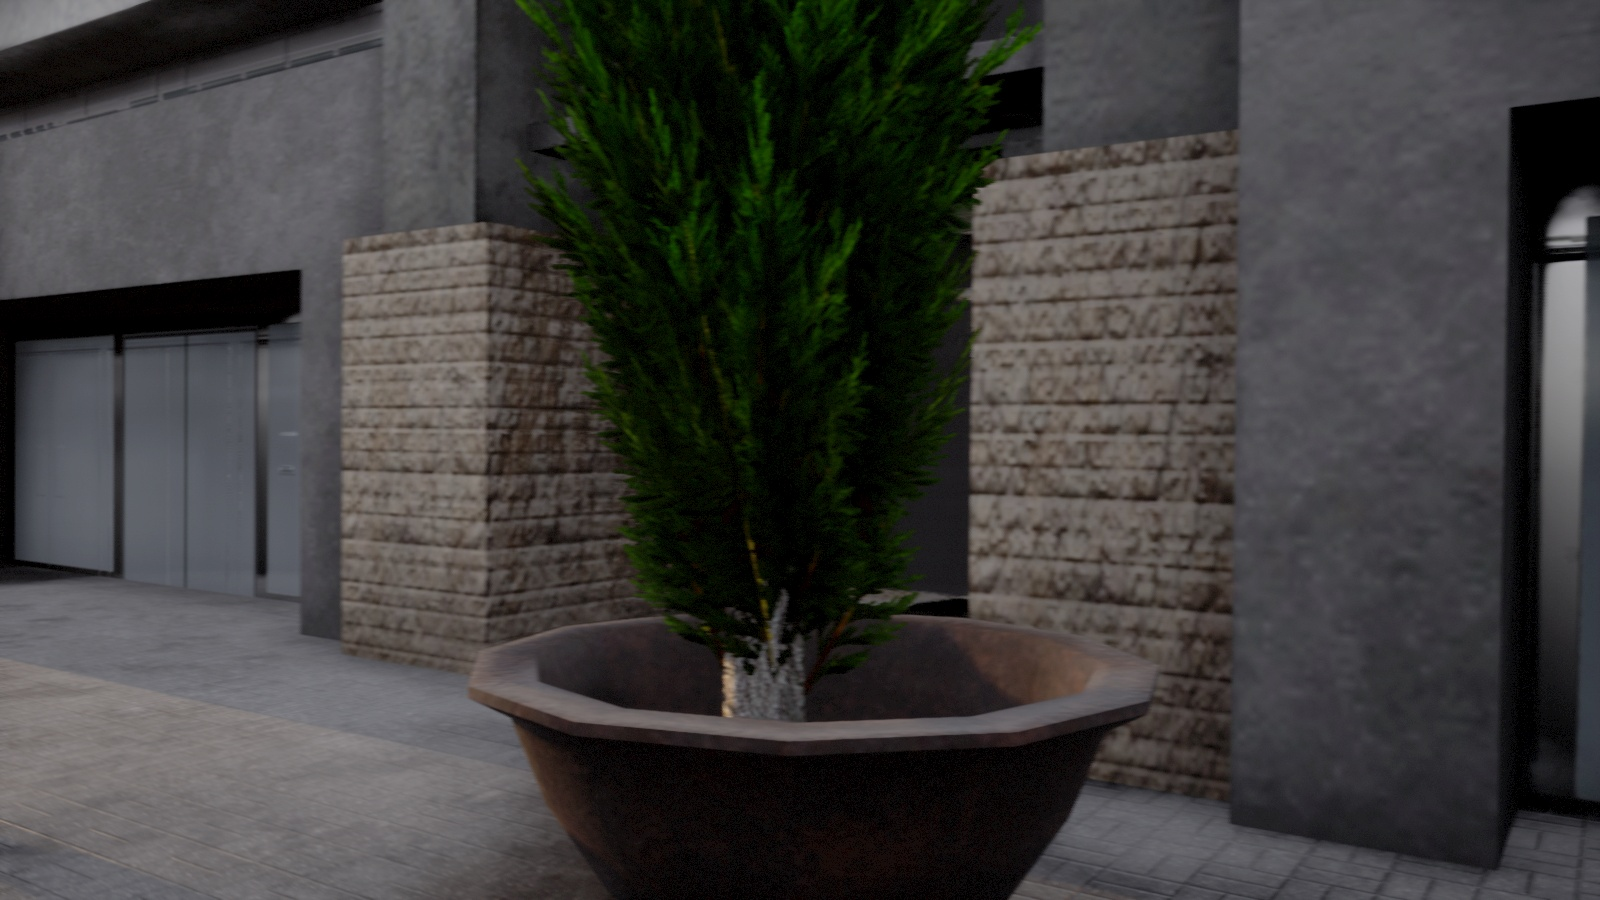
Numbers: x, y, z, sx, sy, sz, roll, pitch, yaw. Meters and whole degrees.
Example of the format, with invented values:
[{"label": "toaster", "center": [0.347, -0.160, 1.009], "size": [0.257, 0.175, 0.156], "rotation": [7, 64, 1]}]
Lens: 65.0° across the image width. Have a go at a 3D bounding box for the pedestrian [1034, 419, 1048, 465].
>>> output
[{"label": "pedestrian", "center": [9.612, -0.329, 50.072], "size": [0.345, 1.836, 0.594], "rotation": [0, 1, 32]}]
